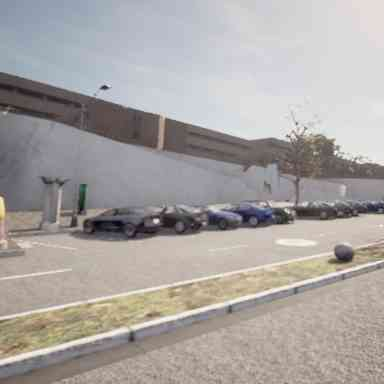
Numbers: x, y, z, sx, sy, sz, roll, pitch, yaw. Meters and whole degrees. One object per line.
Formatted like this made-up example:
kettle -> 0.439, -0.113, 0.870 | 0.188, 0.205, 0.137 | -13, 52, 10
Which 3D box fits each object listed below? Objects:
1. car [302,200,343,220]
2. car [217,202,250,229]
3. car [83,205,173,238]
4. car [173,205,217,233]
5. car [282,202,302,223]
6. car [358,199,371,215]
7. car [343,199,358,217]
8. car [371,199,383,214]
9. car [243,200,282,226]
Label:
car -> 10.100, 1.522, 28.888 | 4.892, 1.521, 2.231 | 0, 0, 30
car -> 0.975, 1.538, 21.397 | 4.674, 1.452, 2.002 | -1, -1, 32
car -> -3.721, 1.524, 17.784 | 4.792, 1.488, 2.163 | -1, 0, 33
car -> -1.347, 1.496, 19.563 | 4.892, 1.521, 2.231 | -1, 0, 33
car -> 5.544, 1.382, 25.120 | 4.553, 1.767, 2.185 | -1, -1, 31
car -> 14.563, 1.541, 32.771 | 4.892, 1.521, 2.231 | 0, 0, 29
car -> 12.339, 1.530, 30.819 | 4.892, 1.521, 2.231 | 0, 0, 29
car -> 18.951, 1.566, 36.735 | 5.008, 1.535, 2.097 | 0, -1, 28
car -> 3.285, 1.502, 23.232 | 5.008, 1.535, 2.097 | -1, 0, 32
